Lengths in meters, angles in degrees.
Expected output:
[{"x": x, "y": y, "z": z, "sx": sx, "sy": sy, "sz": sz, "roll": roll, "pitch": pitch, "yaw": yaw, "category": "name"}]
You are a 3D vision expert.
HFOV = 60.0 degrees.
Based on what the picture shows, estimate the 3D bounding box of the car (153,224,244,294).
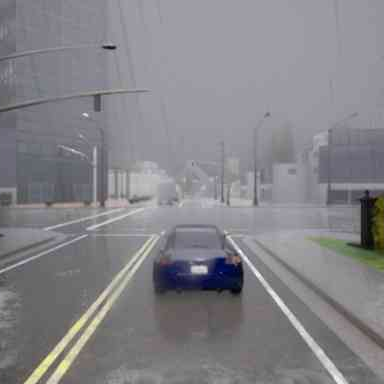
[{"x": 0.085, "y": 1.517, "z": 8.699, "sx": 1.994, "sy": 1.385, "sz": 4.181, "roll": 0, "pitch": 0, "yaw": -2, "category": "car"}]

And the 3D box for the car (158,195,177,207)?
[{"x": -3.623, "y": 1.244, "z": 46.532, "sx": 2.128, "sy": 1.511, "sz": 4.902, "roll": 0, "pitch": 0, "yaw": 1, "category": "car"}]

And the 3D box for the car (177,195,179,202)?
[{"x": -3.524, "y": 1.259, "z": 64.341, "sx": 1.895, "sy": 1.301, "sz": 4.718, "roll": 0, "pitch": 0, "yaw": 0, "category": "car"}]
